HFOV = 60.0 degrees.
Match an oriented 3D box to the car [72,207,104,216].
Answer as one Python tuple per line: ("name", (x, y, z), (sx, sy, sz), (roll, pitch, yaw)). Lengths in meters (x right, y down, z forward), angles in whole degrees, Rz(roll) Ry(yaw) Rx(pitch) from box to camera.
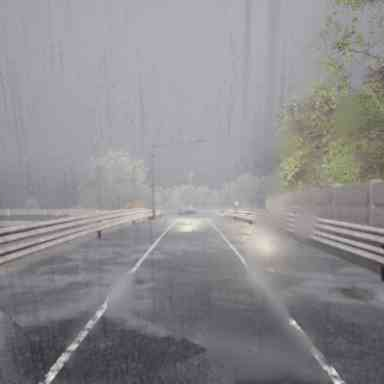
("car", (-14.848, 3.026, 48.433), (5.008, 1.535, 1.882), (3, -4, -44))

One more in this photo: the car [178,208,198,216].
("car", (-0.735, 3.895, 64.193), (2.128, 1.511, 4.902), (-2, -4, 36))
